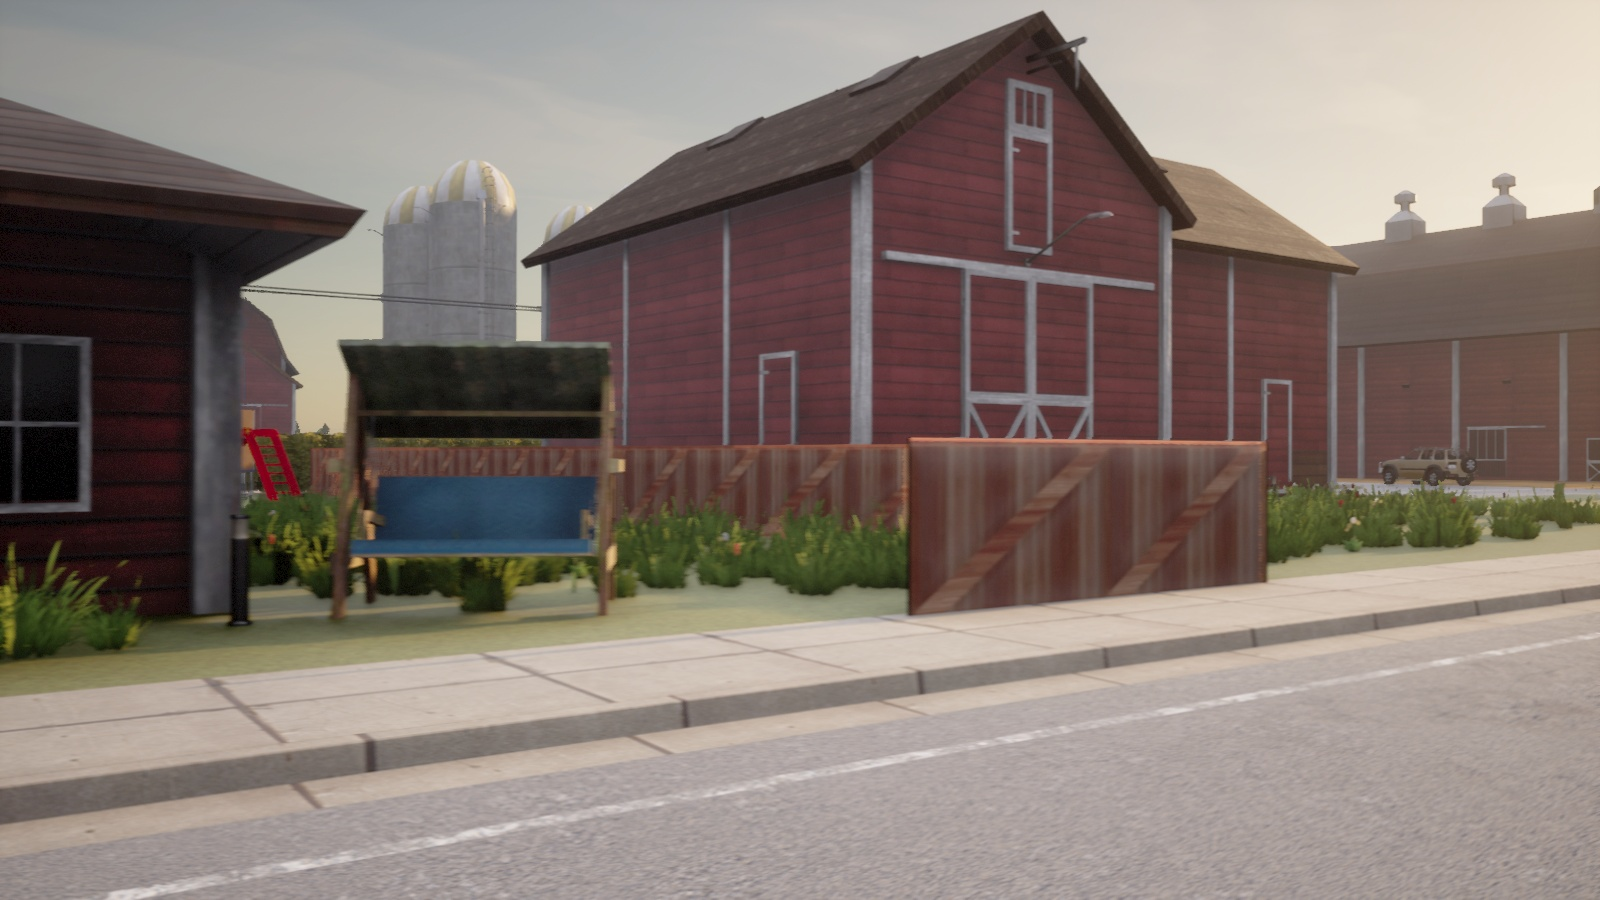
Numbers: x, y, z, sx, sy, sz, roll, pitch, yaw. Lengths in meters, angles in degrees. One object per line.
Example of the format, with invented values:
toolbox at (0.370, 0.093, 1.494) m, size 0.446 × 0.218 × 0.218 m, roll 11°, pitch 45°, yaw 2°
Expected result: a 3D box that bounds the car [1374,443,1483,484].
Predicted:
car at (29.425, 0.633, 58.957) m, size 1.932 × 1.855 × 4.605 m, roll 0°, pitch 0°, yaw -16°
